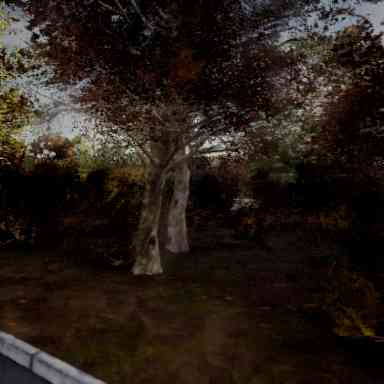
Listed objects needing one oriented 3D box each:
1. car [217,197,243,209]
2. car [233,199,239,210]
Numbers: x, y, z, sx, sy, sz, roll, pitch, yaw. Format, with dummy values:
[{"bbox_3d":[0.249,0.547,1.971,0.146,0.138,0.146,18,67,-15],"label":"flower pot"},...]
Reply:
[{"bbox_3d":[7.128,1.935,61.839,2.435,2.045,5.566,0,0,35],"label":"car"},{"bbox_3d":[7.040,1.977,45.850,2.435,2.045,5.566,0,0,35],"label":"car"}]
